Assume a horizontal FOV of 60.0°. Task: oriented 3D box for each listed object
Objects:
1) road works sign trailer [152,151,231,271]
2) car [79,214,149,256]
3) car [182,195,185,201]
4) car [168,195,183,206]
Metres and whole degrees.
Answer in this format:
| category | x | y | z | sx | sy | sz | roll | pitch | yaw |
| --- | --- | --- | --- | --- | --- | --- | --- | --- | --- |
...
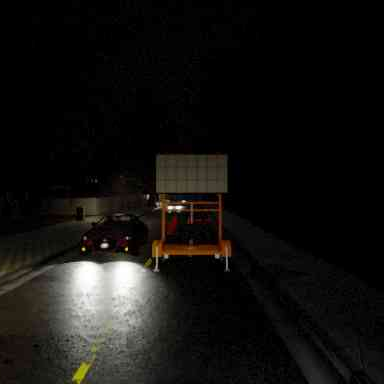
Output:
| category | x | y | z | sx | sy | sz | roll | pitch | yaw |
| --- | --- | --- | --- | --- | --- | --- | --- | --- | --- |
| road works sign trailer | -0.005 | 0.464 | 10.853 | 2.380 | 3.560 | 2.880 | 0 | 0 | 0 |
| car | -2.858 | 1.564 | 12.897 | 1.994 | 1.385 | 4.181 | 0 | 0 | 0 |
| car | -2.794 | 1.546 | 85.936 | 2.128 | 1.511 | 4.902 | 0 | 0 | 0 |
| car | -2.869 | 1.622 | 55.109 | 1.895 | 1.301 | 4.718 | 0 | 0 | 0 |
